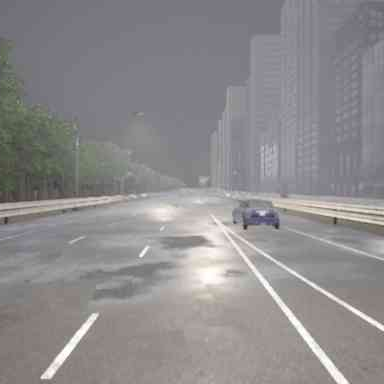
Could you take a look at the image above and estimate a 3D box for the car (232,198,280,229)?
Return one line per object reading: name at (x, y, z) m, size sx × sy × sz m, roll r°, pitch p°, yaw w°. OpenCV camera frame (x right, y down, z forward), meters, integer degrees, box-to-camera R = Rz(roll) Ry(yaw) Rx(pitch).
car at (3.797, 1.218, 20.450) m, size 2.097 × 1.767 × 4.553 m, roll 0°, pitch 0°, yaw -3°
